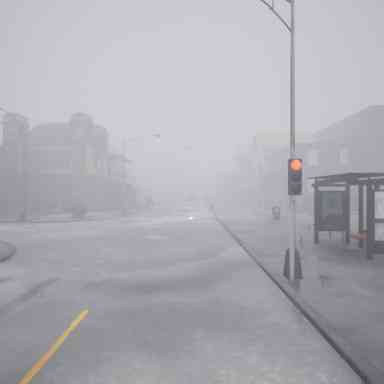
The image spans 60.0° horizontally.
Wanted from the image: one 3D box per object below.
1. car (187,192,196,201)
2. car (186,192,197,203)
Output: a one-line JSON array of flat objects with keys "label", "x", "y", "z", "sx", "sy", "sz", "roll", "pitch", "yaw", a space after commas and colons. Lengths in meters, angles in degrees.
[{"label": "car", "x": -0.076, "y": 1.057, "z": 77.277, "sx": 2.150, "sy": 2.045, "sz": 5.566, "roll": 0, "pitch": 0, "yaw": 0}, {"label": "car", "x": -0.066, "y": 1.352, "z": 67.214, "sx": 2.097, "sy": 1.767, "sz": 4.553, "roll": 0, "pitch": 0, "yaw": 0}]
